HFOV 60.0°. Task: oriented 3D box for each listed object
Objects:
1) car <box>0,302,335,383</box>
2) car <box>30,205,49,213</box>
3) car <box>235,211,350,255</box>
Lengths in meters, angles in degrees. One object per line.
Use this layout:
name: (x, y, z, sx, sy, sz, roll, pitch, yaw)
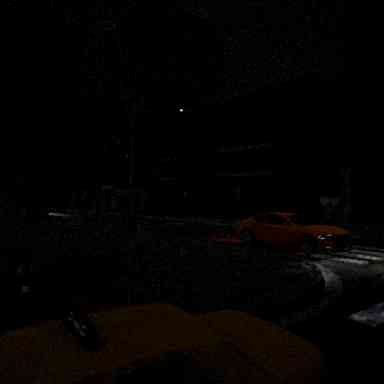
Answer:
car: (-0.978, 1.526, 2.128, 4.829, 1.417, 1.752, 0, 1, -36)
car: (-23.496, 2.580, 51.343, 1.895, 1.301, 4.718, 2, -2, -36)
car: (3.974, 1.574, 13.901, 1.882, 1.535, 5.008, 2, -2, -36)
